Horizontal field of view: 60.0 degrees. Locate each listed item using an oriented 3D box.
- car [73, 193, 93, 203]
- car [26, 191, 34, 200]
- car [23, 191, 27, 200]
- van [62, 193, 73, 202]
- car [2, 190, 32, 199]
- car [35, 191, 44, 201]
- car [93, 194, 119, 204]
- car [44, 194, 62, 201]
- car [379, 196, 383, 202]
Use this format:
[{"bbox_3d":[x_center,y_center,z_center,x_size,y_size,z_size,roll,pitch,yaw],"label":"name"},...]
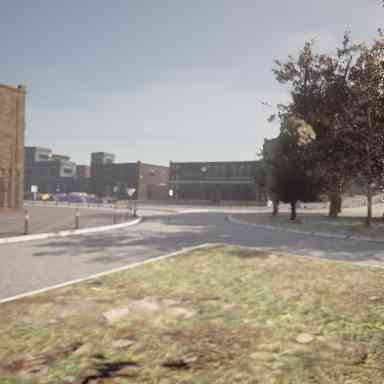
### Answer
[{"bbox_3d":[-20.768,1.294,66.503,2.185,1.767,4.553,1,0,28],"label":"car"},{"bbox_3d":[-33.010,1.101,73.090,2.231,1.521,4.892,2,0,28],"label":"car"},{"bbox_3d":[-35.435,0.783,74.432,2.435,2.045,5.566,2,0,28],"label":"car"},{"bbox_3d":[-23.393,1.132,67.756,1.878,1.987,4.442,1,0,28],"label":"van"},{"bbox_3d":[-40.462,0.646,77.084,2.435,2.045,5.566,2,0,28],"label":"car"},{"bbox_3d":[-30.681,1.164,71.817,2.097,1.535,5.008,2,0,28],"label":"car"},{"bbox_3d":[-16.020,1.548,63.864,2.163,1.488,4.792,1,-1,28],"label":"car"},{"bbox_3d":[-28.107,1.109,70.469,2.185,1.767,4.553,2,0,28],"label":"car"},{"bbox_3d":[44.491,1.542,76.717,1.946,1.575,5.366,1,3,39],"label":"car"}]
